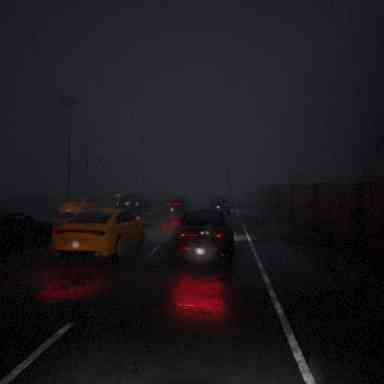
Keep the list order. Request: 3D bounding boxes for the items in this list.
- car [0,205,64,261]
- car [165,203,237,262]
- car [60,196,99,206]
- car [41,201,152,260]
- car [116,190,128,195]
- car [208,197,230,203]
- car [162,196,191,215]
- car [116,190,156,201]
[{"bbox_3d":[-6.524,1.389,11.660,1.994,1.385,4.181,0,1,6],"label":"car"},{"bbox_3d":[0.488,1.331,11.457,1.837,1.490,4.892,0,1,6],"label":"car"},{"bbox_3d":[-8.527,1.085,26.175,1.882,1.535,5.008,0,1,6],"label":"car"},{"bbox_3d":[-2.995,1.300,11.782,1.882,1.535,5.008,0,1,6],"label":"car"},{"bbox_3d":[-19.252,0.101,91.137,1.994,1.385,4.181,0,1,6],"label":"car"},{"bbox_3d":[2.261,1.139,28.241,1.994,1.385,4.181,0,1,6],"label":"car"},{"bbox_3d":[-1.270,1.082,28.136,1.837,1.490,4.892,0,1,6],"label":"car"},{"bbox_3d":[-4.808,0.932,27.974,2.097,1.767,4.553,0,1,6],"label":"car"}]
